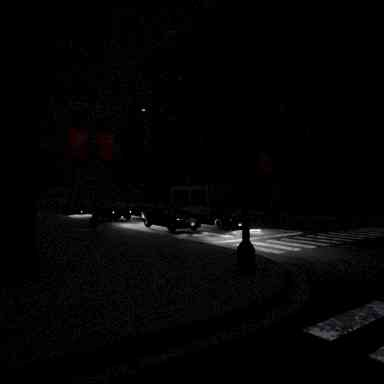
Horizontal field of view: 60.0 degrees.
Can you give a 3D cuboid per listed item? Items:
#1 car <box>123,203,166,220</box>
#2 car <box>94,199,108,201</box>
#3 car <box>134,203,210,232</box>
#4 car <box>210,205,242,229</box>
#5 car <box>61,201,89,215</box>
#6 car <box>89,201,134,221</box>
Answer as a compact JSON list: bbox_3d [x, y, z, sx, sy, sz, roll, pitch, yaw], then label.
[{"bbox_3d":[-4.440,1.702,30.471,1.895,1.301,4.718,0,0,-36],"label":"car"},{"bbox_3d":[-10.511,1.632,38.937,2.128,1.511,4.902,0,0,-36],"label":"car"},{"bbox_3d":[-1.387,1.548,20.661,2.128,1.511,4.902,0,0,-36],"label":"car"},{"bbox_3d":[1.454,1.609,22.338,2.033,1.411,5.357,0,0,-33],"label":"car"},{"bbox_3d":[-13.012,1.681,36.849,2.033,1.411,5.357,0,0,-35],"label":"car"},{"bbox_3d":[-6.833,1.694,28.236,1.895,1.301,4.718,0,0,-36],"label":"car"}]
